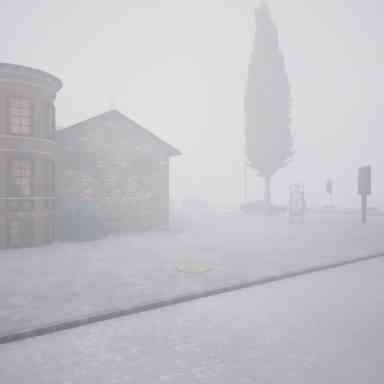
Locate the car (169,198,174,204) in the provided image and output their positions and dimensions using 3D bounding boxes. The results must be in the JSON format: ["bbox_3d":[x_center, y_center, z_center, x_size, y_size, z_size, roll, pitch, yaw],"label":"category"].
[{"bbox_3d":[-5.334,1.601,60.937,1.895,1.301,4.718,0,0,-35],"label":"car"}]

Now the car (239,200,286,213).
[{"bbox_3d":[7.437,1.547,35.842,2.033,1.411,5.357,0,0,-36],"label":"car"}]

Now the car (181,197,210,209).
[{"bbox_3d":[0.426,1.492,45.666,2.128,1.511,4.902,0,0,-35],"label":"car"}]
